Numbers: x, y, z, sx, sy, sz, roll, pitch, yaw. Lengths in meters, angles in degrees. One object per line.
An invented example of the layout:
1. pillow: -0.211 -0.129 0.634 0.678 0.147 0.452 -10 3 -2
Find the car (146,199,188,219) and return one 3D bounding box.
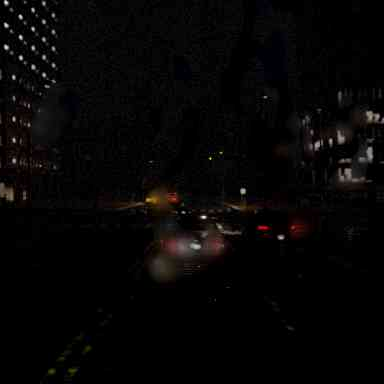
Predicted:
1. car: -1.865 1.560 26.669 2.033 1.411 5.357 0 0 -29

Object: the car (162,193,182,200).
1. car: -3.296 1.189 55.814 2.150 2.045 5.566 0 0 1

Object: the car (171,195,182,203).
1. car: -3.257 1.464 71.256 2.128 1.511 4.902 0 0 -1

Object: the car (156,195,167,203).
1. car: -6.505 1.417 70.956 1.882 1.535 5.008 0 0 0

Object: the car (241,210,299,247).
1. car: 3.354 1.527 14.842 1.812 1.442 4.674 0 0 0

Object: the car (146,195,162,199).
1. car: -6.544 1.444 55.481 1.882 1.535 5.008 0 0 0

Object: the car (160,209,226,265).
1. car: 0.103 1.549 11.611 2.033 1.411 5.357 0 0 0
